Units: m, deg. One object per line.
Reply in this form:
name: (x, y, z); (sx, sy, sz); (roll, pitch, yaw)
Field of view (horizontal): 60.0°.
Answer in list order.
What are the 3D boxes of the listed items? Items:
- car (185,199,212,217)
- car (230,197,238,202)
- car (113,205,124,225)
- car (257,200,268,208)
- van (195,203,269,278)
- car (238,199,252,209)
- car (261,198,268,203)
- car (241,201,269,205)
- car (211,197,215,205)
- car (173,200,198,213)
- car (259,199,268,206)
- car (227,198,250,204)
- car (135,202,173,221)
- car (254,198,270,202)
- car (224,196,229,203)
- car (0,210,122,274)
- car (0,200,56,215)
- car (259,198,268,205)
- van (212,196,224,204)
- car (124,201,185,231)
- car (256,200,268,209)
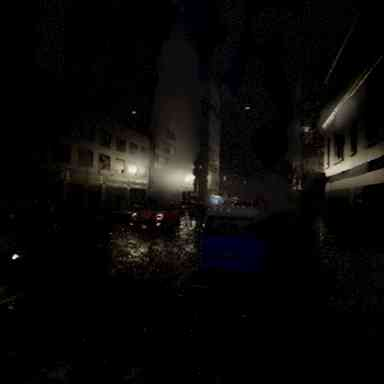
car: (0.116, 1.630, 30.958); (2.128, 1.511, 4.902); (1, 0, 13)
car: (11.873, 2.140, 94.222); (1.887, 1.381, 4.507); (2, 0, 13)
car: (-4.408, 1.560, 23.143); (1.887, 1.381, 4.507); (2, 0, 13)
car: (12.665, 2.082, 59.512); (1.802, 1.307, 4.206); (2, 0, 13)
van: (1.403, 1.424, 10.305); (1.690, 1.788, 3.998); (2, 0, 13)
car: (8.546, 1.872, 53.500); (1.882, 1.535, 5.008); (1, 0, 13)
car: (20.181, 2.303, 92.317); (1.887, 1.381, 4.507); (2, 0, 13)
car: (5.191, 1.751, 26.872); (1.752, 1.417, 4.829); (2, 0, 13)
car: (1.852, 1.829, 50.481); (1.802, 1.307, 4.206); (2, 0, 13)
car: (-0.652, 1.721, 39.546); (1.947, 1.339, 4.313); (2, 0, 13)
car: (15.171, 2.154, 70.447); (1.947, 1.339, 4.313); (2, 0, 13)
car: (6.244, 1.858, 43.455); (2.033, 1.411, 5.357); (1, 0, 12)
car: (-3.156, 1.628, 28.612); (1.947, 1.339, 4.313); (2, 0, 13)
car: (8.917, 1.679, 43.109); (2.192, 1.841, 5.009); (2, 0, 13)
car: (5.614, 1.822, 66.885); (1.967, 1.590, 4.097); (2, 0, 13)
car: (-4.494, 1.512, 10.861); (2.033, 1.411, 5.357); (1, 0, 13)
car: (-6.905, 1.235, 12.209); (2.192, 1.841, 5.009); (2, 0, 13)
car: (16.424, 2.176, 75.915); (1.887, 1.381, 4.507); (2, 0, 13)
van: (4.365, 1.679, 61.417); (1.690, 1.788, 3.998); (2, 0, 13)
car: (-2.192, 1.404, 20.903); (2.097, 1.767, 4.553); (1, 0, 13)
car: (11.414, 2.000, 54.044); (1.887, 1.381, 4.507); (2, 0, 13)
